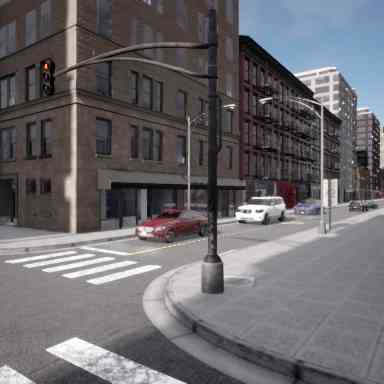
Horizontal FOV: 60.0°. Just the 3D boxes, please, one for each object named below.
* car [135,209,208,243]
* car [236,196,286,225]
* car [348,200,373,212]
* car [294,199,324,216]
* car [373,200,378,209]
[{"bbox_3d":[-0.817,1.617,16.910,1.812,1.442,4.674,0,0,36],"label":"car"},{"bbox_3d":[5.488,1.376,25.800,2.150,2.045,5.566,0,0,35],"label":"car"},{"bbox_3d":[22.034,1.782,43.955,2.128,1.511,4.902,0,0,36],"label":"car"},{"bbox_3d":[12.602,1.577,35.761,2.097,1.767,4.553,0,0,37],"label":"car"},{"bbox_3d":[27.785,1.905,52.034,1.994,1.385,4.181,0,0,35],"label":"car"}]
